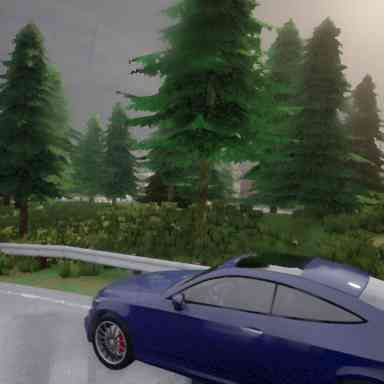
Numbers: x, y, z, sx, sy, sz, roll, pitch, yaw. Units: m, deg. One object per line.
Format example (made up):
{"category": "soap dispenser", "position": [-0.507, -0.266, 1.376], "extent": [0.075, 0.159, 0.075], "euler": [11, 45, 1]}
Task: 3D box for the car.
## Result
{"category": "car", "position": [0.778, 1.499, 4.083], "extent": [4.674, 1.442, 1.812], "euler": [1, 1, 31]}
